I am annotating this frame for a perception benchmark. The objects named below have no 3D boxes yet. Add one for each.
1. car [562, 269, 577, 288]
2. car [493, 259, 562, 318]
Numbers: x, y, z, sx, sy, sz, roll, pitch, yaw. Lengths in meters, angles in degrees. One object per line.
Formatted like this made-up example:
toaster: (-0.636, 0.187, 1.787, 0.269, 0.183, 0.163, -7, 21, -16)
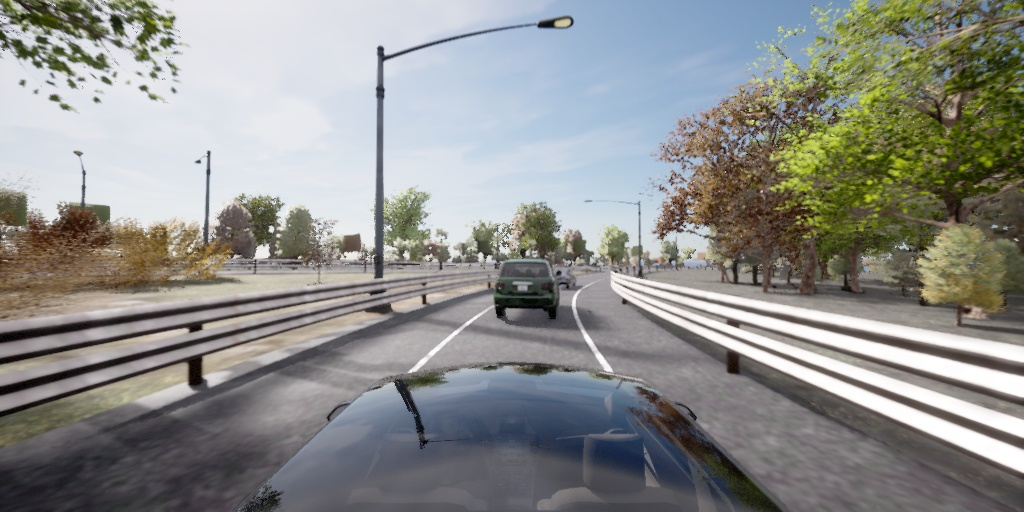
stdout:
car: (3.922, 1.757, 28.352, 2.033, 1.411, 5.357, 0, -1, 18)
car: (0.726, 1.154, 14.087, 2.150, 2.045, 5.566, 0, -1, 8)
